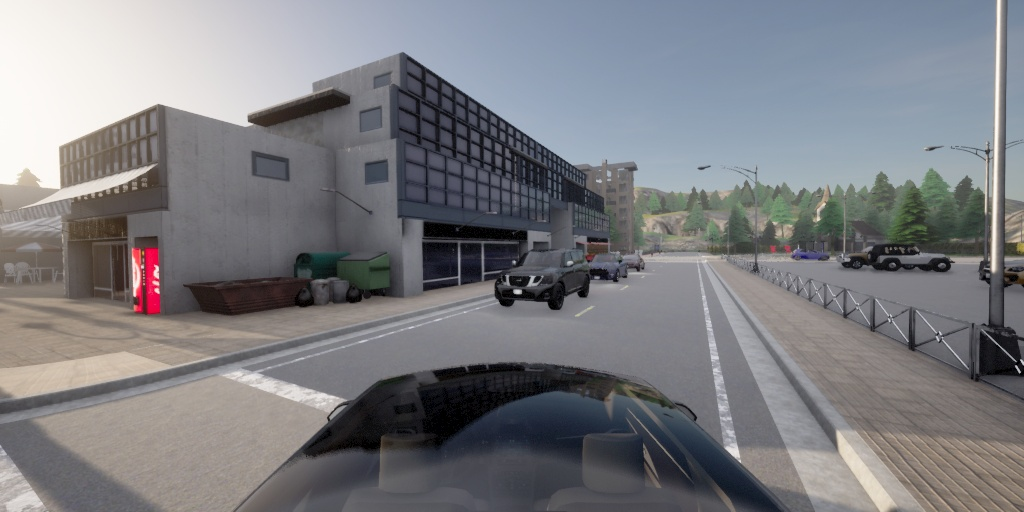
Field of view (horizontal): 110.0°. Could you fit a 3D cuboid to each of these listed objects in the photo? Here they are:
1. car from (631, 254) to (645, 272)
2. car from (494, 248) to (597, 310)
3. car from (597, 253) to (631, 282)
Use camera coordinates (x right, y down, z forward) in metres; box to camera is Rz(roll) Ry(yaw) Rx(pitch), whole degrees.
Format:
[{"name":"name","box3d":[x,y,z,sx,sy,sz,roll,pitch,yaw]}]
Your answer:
[{"name":"car","box3d":[10.564,0.547,31.730,1.812,1.442,4.674,0,1,27]},{"name":"car","box3d":[1.429,0.725,13.860,2.150,2.045,5.566,0,1,27]},{"name":"car","box3d":[5.905,0.619,22.620,2.097,1.767,4.553,0,1,27]}]
